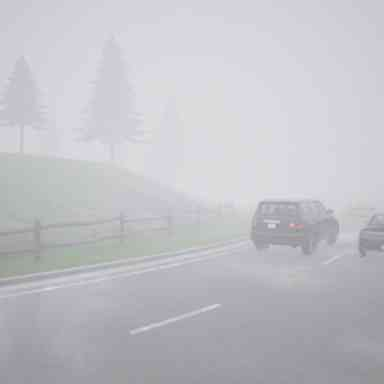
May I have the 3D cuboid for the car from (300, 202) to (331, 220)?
[{"bbox_3d":[11.255,1.691,30.630,1.994,1.385,4.181,0,0,10],"label":"car"}]

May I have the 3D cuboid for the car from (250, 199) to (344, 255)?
[{"bbox_3d":[4.436,1.285,13.922,2.150,2.045,5.566,0,0,37],"label":"car"}]

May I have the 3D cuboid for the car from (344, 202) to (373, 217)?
[{"bbox_3d":[14.602,1.584,29.393,1.882,1.535,5.008,0,0,11],"label":"car"}]

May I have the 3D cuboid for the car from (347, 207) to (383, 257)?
[{"bbox_3d":[7.532,1.534,12.393,2.128,1.511,4.902,0,0,36],"label":"car"}]
